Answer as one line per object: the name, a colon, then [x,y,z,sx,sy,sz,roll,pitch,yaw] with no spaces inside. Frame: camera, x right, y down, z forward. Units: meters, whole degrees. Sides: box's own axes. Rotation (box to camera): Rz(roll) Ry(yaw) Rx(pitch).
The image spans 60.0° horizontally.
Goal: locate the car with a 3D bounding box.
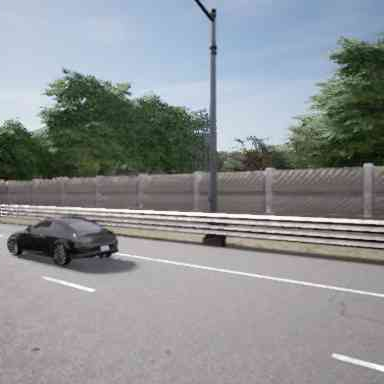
car: [-4.550,1.575,11.610,4.674,1.442,1.812,0,0,36]
